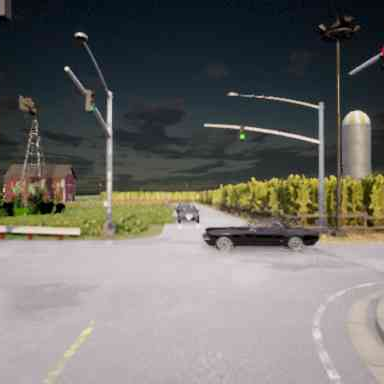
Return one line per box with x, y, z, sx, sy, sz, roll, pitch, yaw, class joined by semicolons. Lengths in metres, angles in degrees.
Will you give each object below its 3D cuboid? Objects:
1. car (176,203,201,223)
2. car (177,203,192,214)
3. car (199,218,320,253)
-0.349;1.895;29.359;2.128;1.511;4.902;0;-1;-3;car
-1.030;2.150;43.929;1.994;1.385;4.181;0;-1;-2;car
2.814;1.816;14.300;4.718;1.301;1.895;0;-1;-1;car
